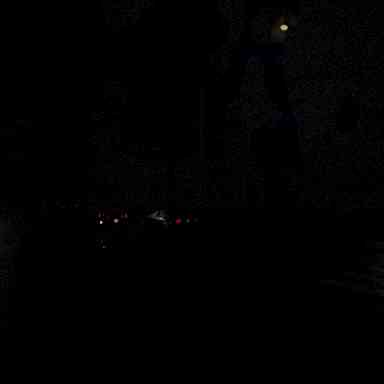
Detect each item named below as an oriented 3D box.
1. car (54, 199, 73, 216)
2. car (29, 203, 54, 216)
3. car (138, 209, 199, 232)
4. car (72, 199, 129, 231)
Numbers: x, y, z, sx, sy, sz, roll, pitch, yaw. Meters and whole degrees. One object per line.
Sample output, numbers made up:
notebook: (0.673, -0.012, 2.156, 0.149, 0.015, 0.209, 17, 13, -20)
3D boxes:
car: (-16.664, 1.985, 43.488, 2.150, 2.045, 5.566, 0, -1, -35)
car: (-19.322, 2.303, 42.312, 1.812, 1.442, 4.674, 0, -1, -35)
car: (-1.662, 1.803, 21.967, 2.033, 1.411, 5.357, 0, -1, -35)
car: (-6.460, 1.556, 23.690, 2.150, 2.045, 5.566, 0, -1, -35)
